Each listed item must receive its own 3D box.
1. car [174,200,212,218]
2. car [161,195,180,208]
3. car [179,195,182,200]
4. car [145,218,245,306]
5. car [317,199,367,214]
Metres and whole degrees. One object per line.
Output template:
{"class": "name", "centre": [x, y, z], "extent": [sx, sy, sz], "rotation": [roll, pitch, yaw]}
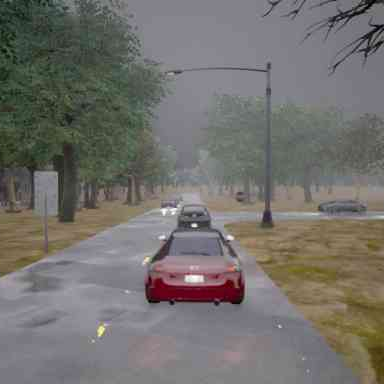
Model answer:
{"class": "car", "centre": [0.130, 1.482, 19.846], "extent": [1.837, 1.490, 4.892], "rotation": [0, 0, 0]}
{"class": "car", "centre": [-2.991, 1.456, 44.395], "extent": [1.994, 1.385, 4.181], "rotation": [1, 0, 0]}
{"class": "car", "centre": [-2.991, 1.353, 55.318], "extent": [1.837, 1.490, 4.892], "rotation": [0, 1, -2]}
{"class": "car", "centre": [0.098, 1.559, 8.109], "extent": [1.994, 1.385, 4.181], "rotation": [0, 0, 2]}
{"class": "car", "centre": [14.014, 1.326, 31.180], "extent": [4.181, 1.385, 1.994], "rotation": [-1, 1, 2]}
